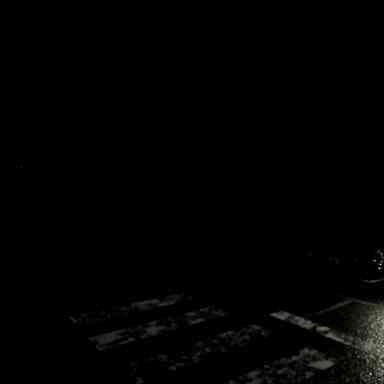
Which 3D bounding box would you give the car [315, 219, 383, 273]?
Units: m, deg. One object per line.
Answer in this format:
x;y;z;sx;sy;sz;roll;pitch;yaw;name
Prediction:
5.817;1.573;10.706;4.313;1.339;1.947;0;0;-35;car
